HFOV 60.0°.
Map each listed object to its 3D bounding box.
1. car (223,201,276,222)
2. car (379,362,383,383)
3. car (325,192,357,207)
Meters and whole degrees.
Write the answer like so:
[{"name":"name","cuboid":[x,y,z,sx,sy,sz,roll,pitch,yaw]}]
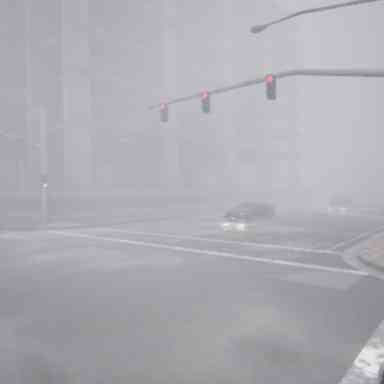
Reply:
[{"name":"car","cuboid":[4.546,1.411,25.404,2.033,1.411,5.357,-1,0,40]},{"name":"car","cuboid":[3.676,1.281,1.890,4.553,1.767,2.097,-1,0,45]},{"name":"car","cuboid":[19.132,1.089,42.598,1.837,1.490,4.892,-1,0,41]}]
